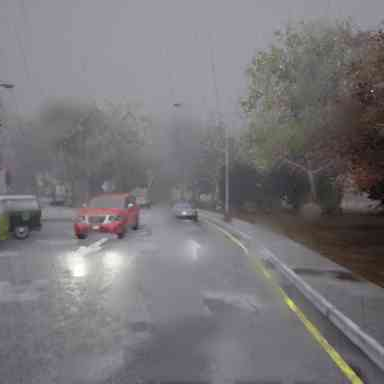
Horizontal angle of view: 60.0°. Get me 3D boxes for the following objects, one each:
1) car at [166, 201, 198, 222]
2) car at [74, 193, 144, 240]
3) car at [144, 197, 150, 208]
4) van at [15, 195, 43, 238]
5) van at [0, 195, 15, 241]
[{"bbox_3d":[-0.794,1.351,24.072,1.994,1.385,4.181,0,1,-8],"label":"car"},{"bbox_3d":[-4.024,1.099,16.707,2.150,2.045,5.566,0,1,0],"label":"car"},{"bbox_3d":[-6.679,1.143,40.213,1.994,1.385,4.181,0,1,-32],"label":"car"},{"bbox_3d":[-9.424,1.153,15.480,4.442,1.987,1.878,-1,1,-21],"label":"van"},{"bbox_3d":[-9.391,1.190,12.480,4.442,1.987,1.878,-1,1,-21],"label":"van"}]
